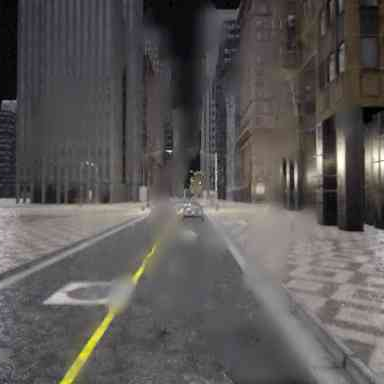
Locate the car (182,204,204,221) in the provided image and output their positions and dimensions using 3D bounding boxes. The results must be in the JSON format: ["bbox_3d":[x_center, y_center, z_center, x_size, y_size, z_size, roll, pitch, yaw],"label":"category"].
[{"bbox_3d":[0.106,1.737,29.447,2.033,1.411,5.357,0,0,0],"label":"car"}]

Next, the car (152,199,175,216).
[{"bbox_3d":[-2.999,1.589,35.329,2.097,1.767,4.553,0,0,0],"label":"car"}]
